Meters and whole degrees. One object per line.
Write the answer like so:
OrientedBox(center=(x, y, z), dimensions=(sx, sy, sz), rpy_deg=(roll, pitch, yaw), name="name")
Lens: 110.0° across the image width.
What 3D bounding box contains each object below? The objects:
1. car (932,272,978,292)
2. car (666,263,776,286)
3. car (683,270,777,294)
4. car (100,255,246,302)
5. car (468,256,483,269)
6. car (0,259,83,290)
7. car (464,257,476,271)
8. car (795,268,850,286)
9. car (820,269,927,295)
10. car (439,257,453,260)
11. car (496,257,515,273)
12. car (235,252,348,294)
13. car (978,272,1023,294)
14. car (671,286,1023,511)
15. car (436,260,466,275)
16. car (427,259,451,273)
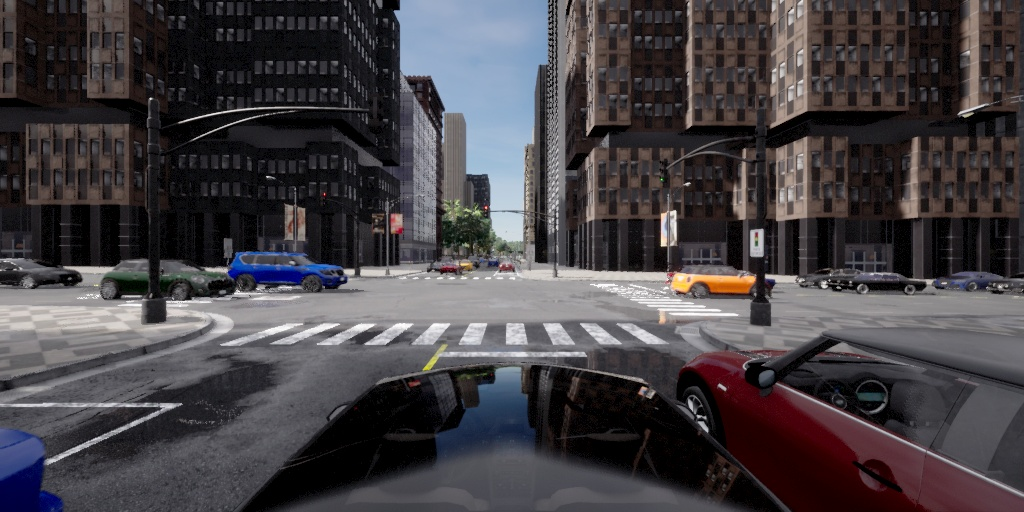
OrientedBox(center=(33.112, 1.812, 25.810), dimensions=(4.181, 1.385, 1.994), rpy_deg=(1, 0, -1), name="car")
OrientedBox(center=(11.017, 1.288, 18.984), dimensions=(4.553, 1.767, 2.097), rpy_deg=(1, 0, 0), name="car")
OrientedBox(center=(13.526, 1.569, 22.447), dimensions=(4.718, 1.301, 1.895), rpy_deg=(1, 0, 0), name="car")
OrientedBox(center=(-14.609, 0.927, 15.412), dimensions=(4.553, 1.767, 2.097), rpy_deg=(1, 0, 2), name="car")
OrientedBox(center=(-6.557, 1.015, 59.254), dimensions=(2.150, 2.045, 5.566), rpy_deg=(0, 0, 0), name="car")
OrientedBox(center=(-25.610, 0.924, 18.769), dimensions=(4.892, 1.490, 1.837), rpy_deg=(1, 0, 0), name="car")
OrientedBox(center=(-6.497, 1.247, 48.915), dimensions=(1.882, 1.535, 5.008), rpy_deg=(0, 0, 0), name="car")
OrientedBox(center=(23.135, 1.608, 25.752), dimensions=(4.892, 1.490, 1.837), rpy_deg=(1, 0, 0), name="car")
OrientedBox(center=(22.692, 1.701, 22.502), dimensions=(4.718, 1.301, 1.895), rpy_deg=(1, 0, 0), name="car")
OrientedBox(center=(-9.166, 1.085, 49.120), dimensions=(2.192, 1.841, 5.009), rpy_deg=(0, 0, 0), name="car")
OrientedBox(center=(-0.606, 1.198, 43.747), dimensions=(1.967, 1.591, 4.097), rpy_deg=(0, 0, 0), name="car")
OrientedBox(center=(-11.702, 0.835, 18.849), dimensions=(5.566, 2.045, 2.150), rpy_deg=(1, 0, 0), name="car")
OrientedBox(center=(33.100, 1.757, 22.554), dimensions=(4.892, 1.490, 1.837), rpy_deg=(1, 0, 0), name="car")
OrientedBox(center=(2.764, 1.190, 2.356), dimensions=(1.967, 1.591, 4.097), rpy_deg=(0, 0, 0), name="car")
OrientedBox(center=(-6.463, 1.347, 38.521), dimensions=(1.895, 1.301, 4.718), rpy_deg=(0, 0, 1), name="car")
OrientedBox(center=(-9.131, 1.324, 43.694), dimensions=(1.948, 1.339, 4.313), rpy_deg=(0, 0, 0), name="car")
